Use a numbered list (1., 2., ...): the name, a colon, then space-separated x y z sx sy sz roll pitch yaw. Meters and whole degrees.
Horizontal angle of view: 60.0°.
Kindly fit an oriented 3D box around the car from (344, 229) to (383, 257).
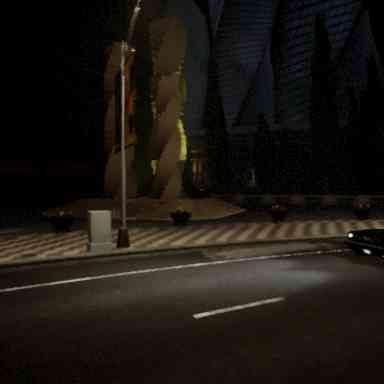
1. car: 7.449 1.503 10.852 4.718 1.301 1.895 0 0 -18
